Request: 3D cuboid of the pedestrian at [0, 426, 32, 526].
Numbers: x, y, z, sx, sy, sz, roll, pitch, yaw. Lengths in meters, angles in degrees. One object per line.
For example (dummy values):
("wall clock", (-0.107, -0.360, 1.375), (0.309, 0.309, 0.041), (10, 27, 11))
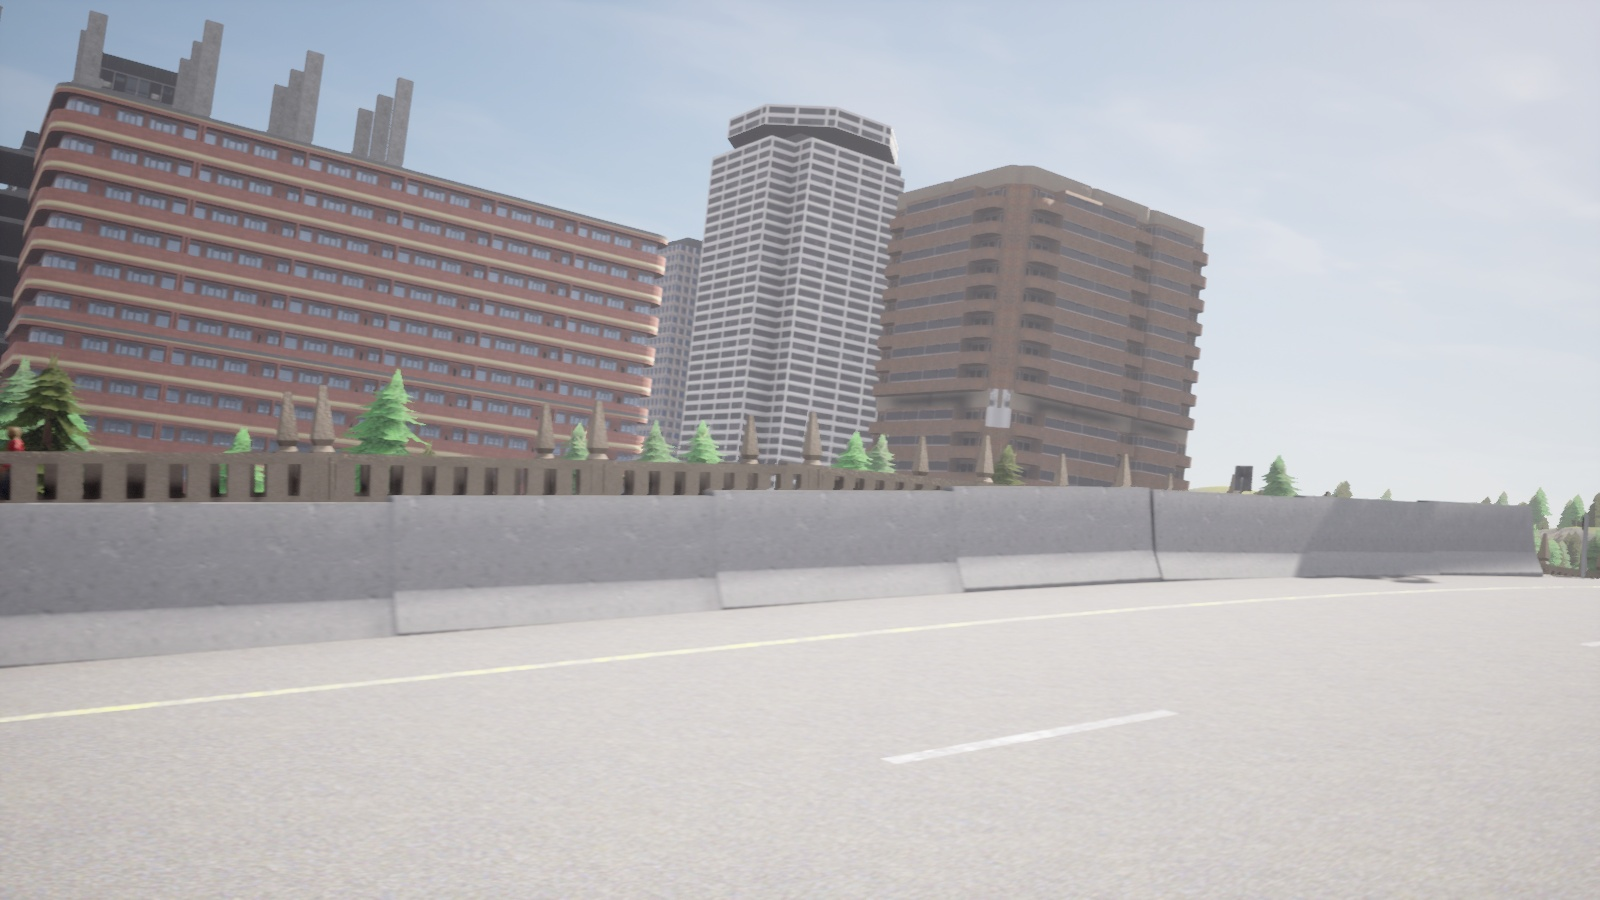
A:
("pedestrian", (-15.120, 0.485, 23.876), (0.636, 1.846, 0.331), (9, -5, -34))
